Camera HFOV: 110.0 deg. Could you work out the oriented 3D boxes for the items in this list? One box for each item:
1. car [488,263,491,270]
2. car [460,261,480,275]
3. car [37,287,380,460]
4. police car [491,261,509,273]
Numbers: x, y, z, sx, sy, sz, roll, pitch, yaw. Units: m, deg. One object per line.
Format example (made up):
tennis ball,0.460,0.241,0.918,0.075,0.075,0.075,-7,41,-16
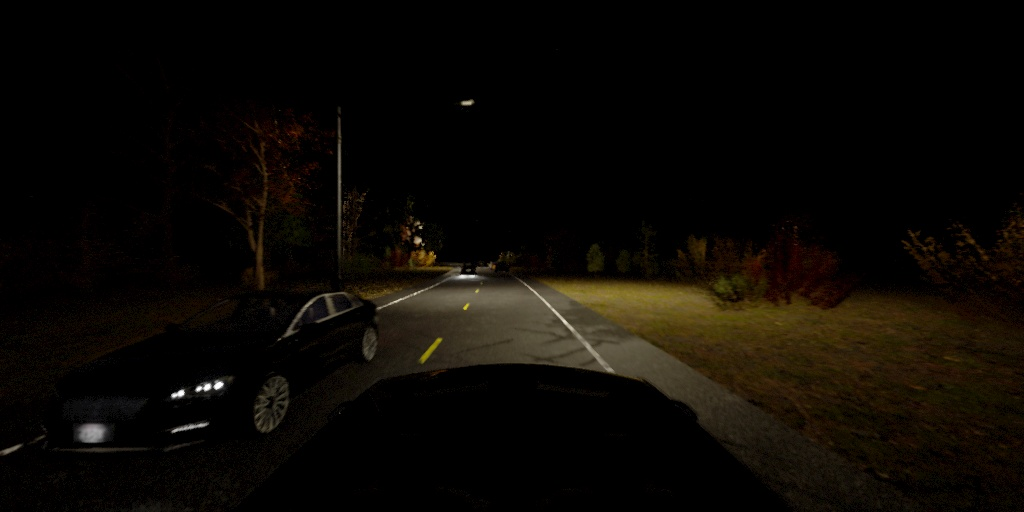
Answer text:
car,-2.715,1.735,63.279,1.801,1.575,5.366,0,0,-7
car,-5.584,1.645,46.312,2.128,1.511,4.902,0,0,-5
car,-3.636,1.287,5.548,2.128,1.511,4.902,0,-1,0
police car,-1.577,1.622,53.208,1.930,1.638,5.238,0,0,-6
